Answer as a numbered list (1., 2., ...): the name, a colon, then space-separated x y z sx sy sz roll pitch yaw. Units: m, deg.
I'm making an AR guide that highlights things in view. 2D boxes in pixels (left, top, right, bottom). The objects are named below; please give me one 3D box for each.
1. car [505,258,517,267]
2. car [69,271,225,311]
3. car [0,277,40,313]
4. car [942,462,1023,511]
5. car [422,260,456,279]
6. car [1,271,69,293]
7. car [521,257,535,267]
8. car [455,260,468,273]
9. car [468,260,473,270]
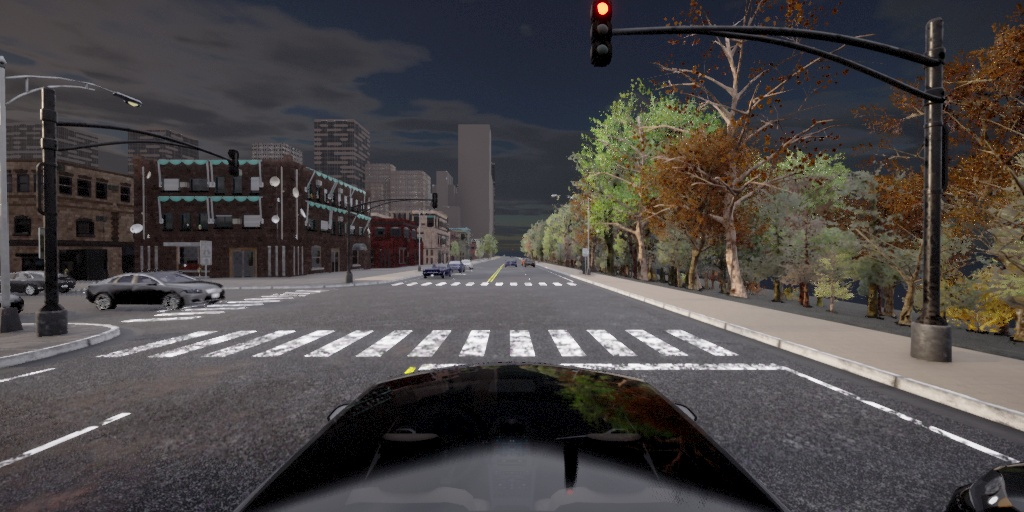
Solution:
1. car: -0.193 1.077 64.006 2.097 1.767 4.553 0 0 0
2. car: -14.750 1.402 14.997 4.902 1.511 2.128 -1 1 3
3. car: -19.996 1.564 12.507 4.313 1.339 1.948 0 0 0
4. car: 3.363 1.314 0.183 1.994 1.385 4.181 0 0 -1
5. car: -6.736 1.340 32.885 1.895 1.301 4.718 0 0 2
6. car: -28.369 1.559 20.980 4.403 1.370 2.007 0 0 0
7. car: 3.062 1.230 63.222 1.837 1.490 4.892 0 0 0
8. car: -6.780 1.260 43.056 1.812 1.442 4.674 0 0 0
9. car: -6.817 1.255 53.326 1.812 1.442 4.674 0 0 0
